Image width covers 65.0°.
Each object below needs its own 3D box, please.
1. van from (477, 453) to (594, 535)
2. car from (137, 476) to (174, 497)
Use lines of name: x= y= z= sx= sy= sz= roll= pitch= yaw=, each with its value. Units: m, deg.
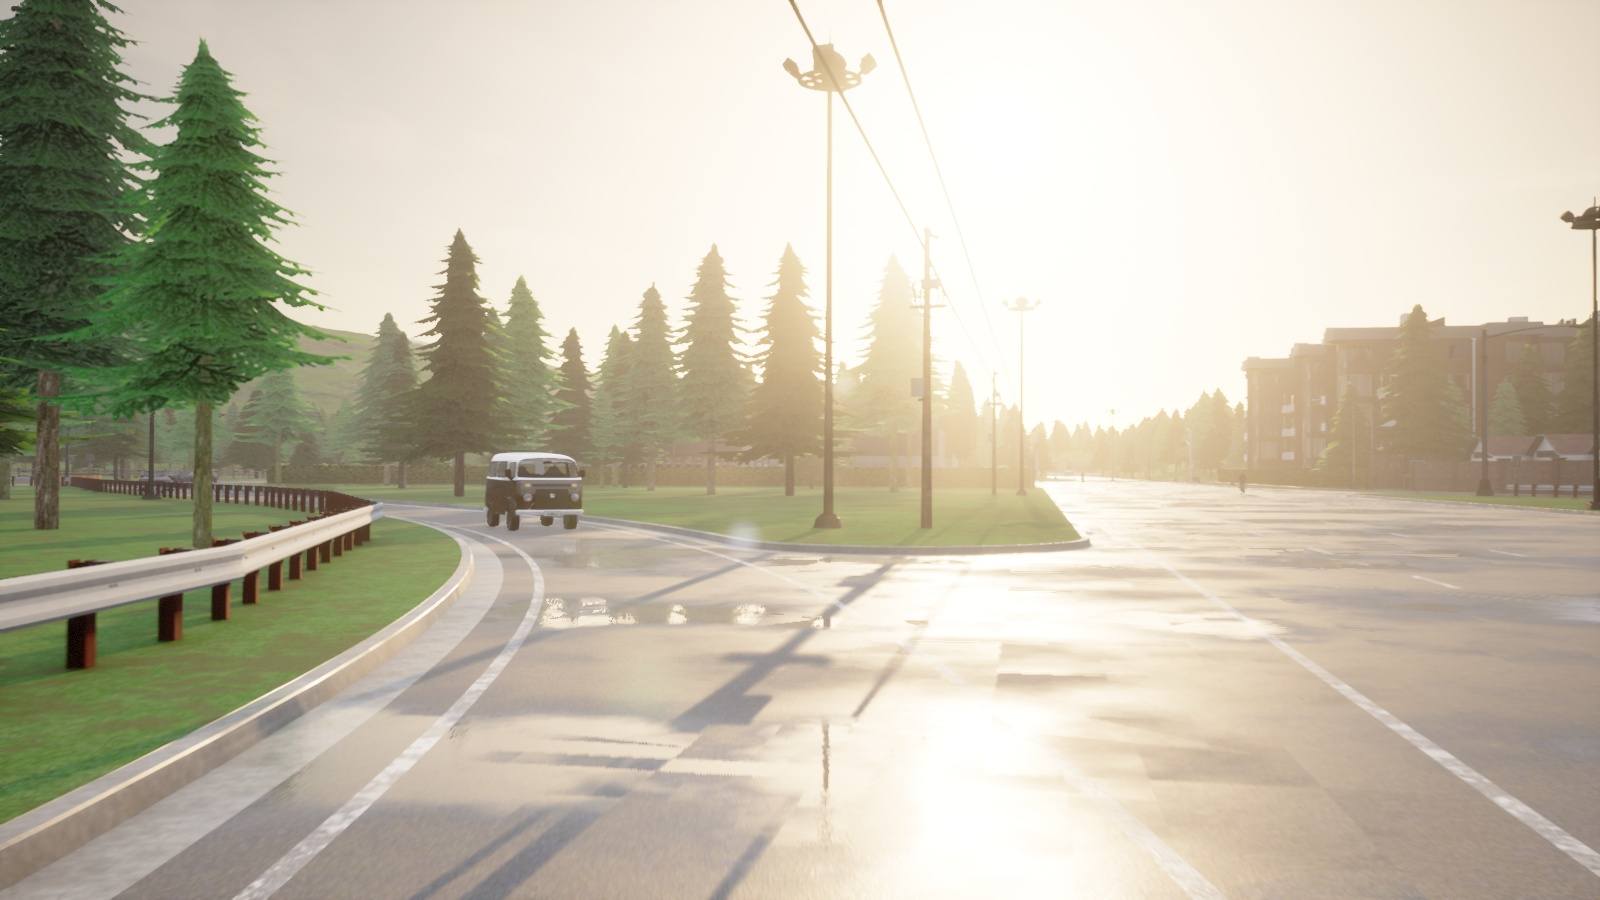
van: x=-7.142 y=1.131 z=33.520 sx=2.069 sy=2.038 sz=4.480 roll=0 pitch=-1 yaw=-25
car: x=-44.575 y=2.524 z=86.817 sx=1.994 sy=1.385 sz=4.181 roll=0 pitch=-1 yaw=-31
